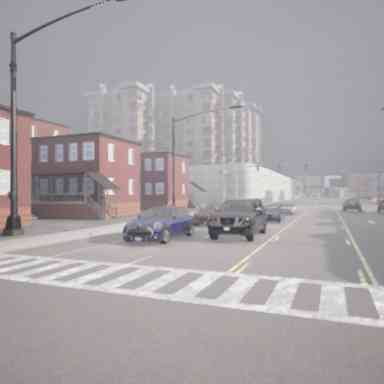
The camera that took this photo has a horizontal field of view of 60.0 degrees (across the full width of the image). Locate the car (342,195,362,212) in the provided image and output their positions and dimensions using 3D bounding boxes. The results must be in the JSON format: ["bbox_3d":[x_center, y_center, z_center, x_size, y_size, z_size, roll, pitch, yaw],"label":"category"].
[{"bbox_3d":[20.983,1.594,43.712,2.097,1.767,4.553,-1,-1,23],"label":"car"}]

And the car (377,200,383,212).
[{"bbox_3d":[24.195,1.693,41.332,1.837,1.490,4.892,-1,-1,30],"label":"car"}]

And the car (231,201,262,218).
[{"bbox_3d":[5.756,1.779,34.677,2.128,1.511,4.902,-1,-1,23],"label":"car"}]

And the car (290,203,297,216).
[{"bbox_3d":[10.417,1.868,36.763,1.895,1.301,4.718,-1,-1,23],"label":"car"}]

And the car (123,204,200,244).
[{"bbox_3d":[-1.556,1.533,16.965,2.097,1.767,4.553,-1,-1,22],"label":"car"}]

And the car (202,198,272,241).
[{"bbox_3d":[2.660,1.376,18.024,2.150,2.045,5.566,-1,-1,22],"label":"car"}]

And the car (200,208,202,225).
[{"bbox_3d":[1.783,1.582,25.067,2.097,1.767,4.553,-1,-1,22],"label":"car"}]

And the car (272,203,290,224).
[{"bbox_3d":[6.487,1.774,27.271,1.994,1.385,4.181,-1,-1,23],"label":"car"}]
